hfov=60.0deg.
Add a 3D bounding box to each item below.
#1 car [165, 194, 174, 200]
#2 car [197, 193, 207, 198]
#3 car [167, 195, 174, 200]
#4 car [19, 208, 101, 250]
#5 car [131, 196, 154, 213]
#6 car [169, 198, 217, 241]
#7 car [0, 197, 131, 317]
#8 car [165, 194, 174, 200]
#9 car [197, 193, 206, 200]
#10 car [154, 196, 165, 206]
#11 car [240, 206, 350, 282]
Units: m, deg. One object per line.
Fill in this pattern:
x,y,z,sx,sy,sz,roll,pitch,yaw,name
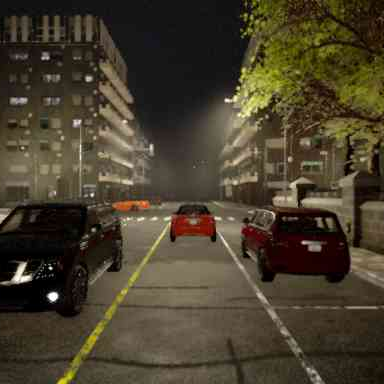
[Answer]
-5.915,1.295,87.030,1.967,1.590,4.097,1,0,0,car
2.494,1.451,75.699,1.947,1.339,4.313,1,0,0,car
-5.932,1.421,92.693,1.802,1.307,4.206,1,0,0,car
-5.723,1.539,15.106,2.008,1.369,4.403,1,0,0,car
-6.942,1.320,36.738,4.553,1.767,2.097,0,1,31,car
0.054,1.339,16.610,2.097,1.767,4.553,0,0,0,car
-3.103,1.215,7.802,2.150,2.045,5.566,0,0,0,car
-5.901,1.436,81.368,1.947,1.339,4.313,1,0,0,car
2.467,1.171,87.023,2.192,1.841,5.009,1,0,0,car
-5.823,1.373,53.050,1.967,1.590,4.097,1,0,0,car
2.675,1.309,9.646,2.192,1.841,5.009,1,0,0,car
